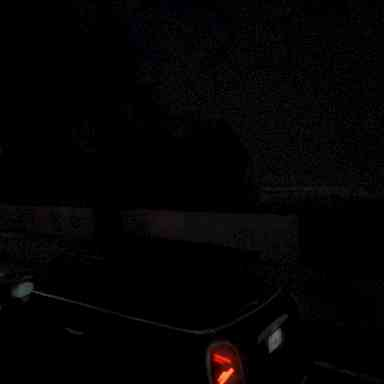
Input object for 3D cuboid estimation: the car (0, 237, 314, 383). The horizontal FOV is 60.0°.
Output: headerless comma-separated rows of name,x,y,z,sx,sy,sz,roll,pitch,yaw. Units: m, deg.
car,-0.973,1.382,4.258,4.553,1.767,2.097,-1,0,36
